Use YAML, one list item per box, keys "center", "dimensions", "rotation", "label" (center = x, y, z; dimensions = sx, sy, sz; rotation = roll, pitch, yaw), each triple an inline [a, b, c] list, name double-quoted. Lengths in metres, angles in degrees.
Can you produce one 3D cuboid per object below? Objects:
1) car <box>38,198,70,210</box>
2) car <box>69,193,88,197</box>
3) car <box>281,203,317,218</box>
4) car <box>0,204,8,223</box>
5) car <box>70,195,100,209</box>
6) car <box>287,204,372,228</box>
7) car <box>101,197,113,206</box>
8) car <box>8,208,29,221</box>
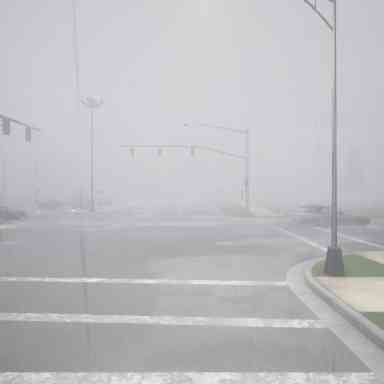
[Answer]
- center: [-18.002, 1.601, 42.938]
  dimensions: [1.895, 1.301, 4.718]
  rotation: [0, 0, 1]
  label: "car"
- center: [-17.864, 1.221, 52.579]
  dimensions: [2.150, 2.045, 5.566]
  rotation: [0, 0, 1]
  label: "car"
- center: [9.114, 1.526, 25.022]
  dimensions: [4.674, 1.442, 1.812]
  rotation: [0, 0, 0]
  label: "car"
- center: [-14.818, 1.564, 21.695]
  dimensions: [4.181, 1.385, 1.994]
  rotation: [0, 0, 0]
  label: "car"
- center: [-14.463, 1.547, 44.872]
  dimensions: [2.033, 1.411, 5.357]
  rotation: [0, 0, 1]
  label: "car"
- center: [8.929, 1.601, 21.523]
  dimensions: [4.718, 1.301, 1.895]
  rotation: [0, 0, 0]
  label: "car"
- center: [-14.327, 1.526, 54.462]
  dimensions: [1.812, 1.442, 4.674]
  rotation: [0, 0, 1]
  label: "car"
- center: [-15.394, 1.547, 25.199]
  dimensions: [5.357, 1.411, 2.033]
  rotation: [0, 0, 0]
  label: "car"
